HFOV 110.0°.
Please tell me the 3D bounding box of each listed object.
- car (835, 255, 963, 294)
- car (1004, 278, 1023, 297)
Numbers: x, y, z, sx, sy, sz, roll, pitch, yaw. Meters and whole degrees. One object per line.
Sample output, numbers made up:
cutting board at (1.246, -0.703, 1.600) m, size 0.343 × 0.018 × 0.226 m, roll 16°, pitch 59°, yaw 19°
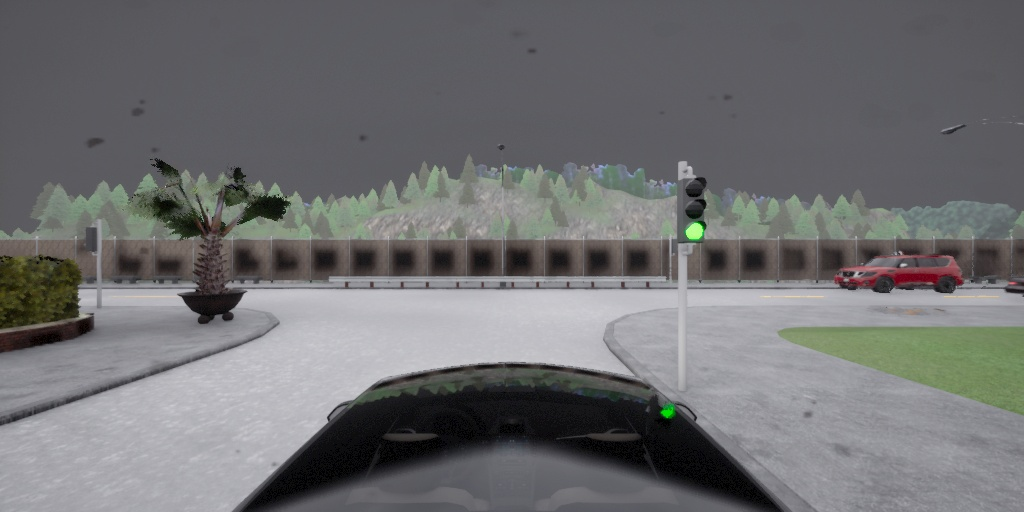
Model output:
car at (21.233, 0.976, 19.797) m, size 5.566 × 2.045 × 2.150 m, roll 0°, pitch 0°, yaw 0°
car at (25.212, 1.303, 15.703) m, size 5.357 × 1.411 × 2.033 m, roll 0°, pitch 0°, yaw 0°
